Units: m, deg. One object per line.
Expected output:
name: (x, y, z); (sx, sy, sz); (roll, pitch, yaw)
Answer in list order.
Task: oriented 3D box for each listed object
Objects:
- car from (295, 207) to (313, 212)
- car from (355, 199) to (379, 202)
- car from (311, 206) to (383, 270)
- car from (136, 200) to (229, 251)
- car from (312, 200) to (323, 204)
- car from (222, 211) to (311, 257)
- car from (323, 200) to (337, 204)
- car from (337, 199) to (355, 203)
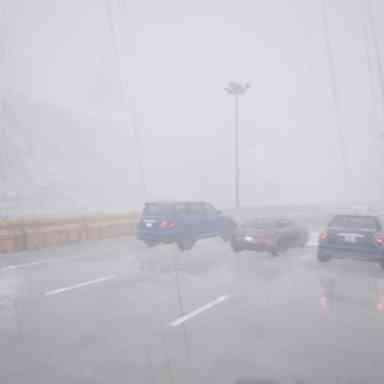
car: (9.626, 1.873, 26.874); (1.895, 1.301, 4.718); (-1, -1, 44)
car: (31.822, 2.119, 59.002); (5.357, 1.411, 2.033); (0, -1, -32)
car: (6.104, 1.468, 11.776); (2.097, 1.767, 4.553); (-1, -1, 38)
car: (-0.070, 1.391, 15.266); (2.150, 2.045, 5.566); (-1, 0, 37)
car: (26.613, 2.278, 68.117); (4.718, 1.301, 1.895); (0, -1, -32)
car: (3.337, 1.709, 13.913); (1.994, 1.385, 4.181); (-1, -1, 38)
car: (28.289, 2.199, 65.042); (4.181, 1.385, 1.994); (0, -1, -32)
car: (29.953, 2.132, 61.954); (4.902, 1.511, 2.128); (0, -1, -32)
